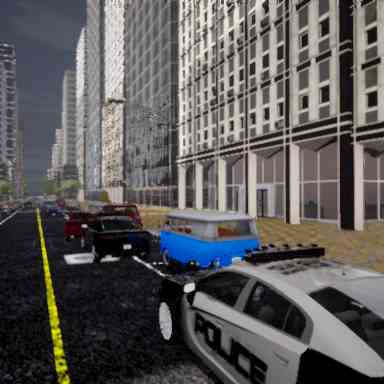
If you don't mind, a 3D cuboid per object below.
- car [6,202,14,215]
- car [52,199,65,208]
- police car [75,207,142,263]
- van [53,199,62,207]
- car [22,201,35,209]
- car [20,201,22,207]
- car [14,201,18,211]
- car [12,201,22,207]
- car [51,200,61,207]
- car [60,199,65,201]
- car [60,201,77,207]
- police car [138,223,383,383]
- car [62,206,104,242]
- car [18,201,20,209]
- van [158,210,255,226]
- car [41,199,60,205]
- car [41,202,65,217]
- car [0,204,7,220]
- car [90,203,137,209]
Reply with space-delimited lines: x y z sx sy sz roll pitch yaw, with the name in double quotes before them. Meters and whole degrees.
"car" -24.218 2.270 42.326 2.008 1.369 4.403 -1 -1 -25
"car" -28.738 2.453 71.608 2.192 1.841 5.009 -1 -1 -25
"police car" -3.208 1.623 13.174 1.930 1.638 5.238 0 -1 -25
"van" -31.157 2.562 76.749 1.690 1.788 3.998 -1 -1 -25
"car" -34.061 2.649 69.579 1.837 1.490 4.892 0 -1 -25
"car" -36.245 2.660 67.883 1.752 1.417 4.829 -1 -1 -25
"car" -29.057 2.468 52.610 1.802 1.307 4.206 -1 -1 -25
"car" -41.157 2.869 78.321 1.947 1.339 4.313 -1 -1 -25
"car" -33.575 2.745 81.890 1.967 1.590 4.097 -1 -1 -25
"car" -26.318 2.370 66.465 2.192 1.841 5.009 -1 -1 -25
"car" -16.635 2.271 45.894 2.008 1.369 4.403 -1 -1 -25
"police car" 1.049 1.476 4.126 1.930 1.638 5.238 0 -1 -25
"car" -5.990 1.764 18.482 1.882 1.535 5.008 0 -1 -19
"car" -31.479 2.410 57.753 1.967 1.590 4.097 -1 -1 -25
"van" 0.300 1.474 9.901 1.690 1.788 3.998 -1 -1 -25
"car" -21.424 2.153 49.770 2.097 1.767 4.553 0 -1 -25
"car" -16.207 2.223 38.753 1.895 1.301 4.718 0 -1 -25
"car" -19.379 2.102 32.042 2.008 1.369 4.403 -1 -1 -25
"car" -4.540 1.616 20.186 2.192 1.841 5.009 -1 -1 -25
